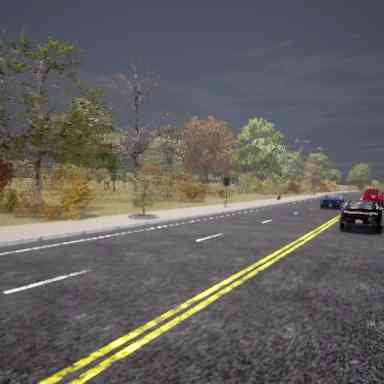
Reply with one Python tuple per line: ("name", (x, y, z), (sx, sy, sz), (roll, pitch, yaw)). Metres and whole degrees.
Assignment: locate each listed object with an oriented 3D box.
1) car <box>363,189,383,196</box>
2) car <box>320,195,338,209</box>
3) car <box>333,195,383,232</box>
("car", (22.198, 0.619, 40.716), (2.150, 2.045, 5.566), (3, 2, 29))
("car", (14.021, 0.987, 33.033), (1.895, 1.301, 4.718), (3, 2, 30))
("car", (9.330, 1.191, 18.204), (2.128, 1.511, 4.902), (3, 2, 30))
